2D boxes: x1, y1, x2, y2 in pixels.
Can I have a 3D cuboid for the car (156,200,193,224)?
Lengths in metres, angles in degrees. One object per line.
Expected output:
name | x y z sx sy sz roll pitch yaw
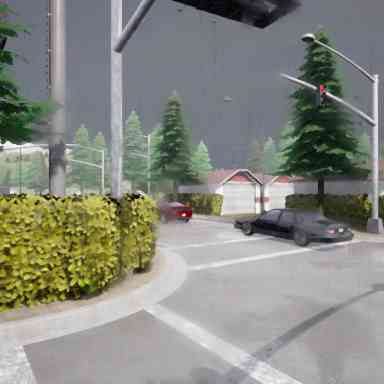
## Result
car | -1.943 1.305 23.378 1.882 1.535 5.008 -1 1 -35

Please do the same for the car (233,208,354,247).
car | 4.253 1.422 14.783 2.033 1.411 5.357 0 2 -35
